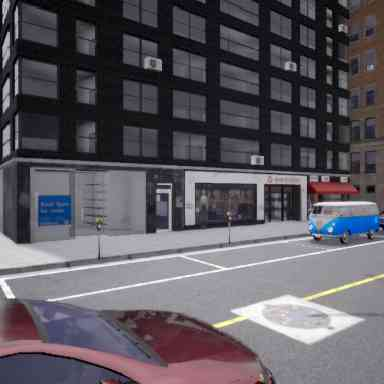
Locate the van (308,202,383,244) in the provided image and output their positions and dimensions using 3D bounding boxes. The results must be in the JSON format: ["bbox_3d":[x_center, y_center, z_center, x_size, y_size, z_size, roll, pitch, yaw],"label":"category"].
[{"bbox_3d":[7.074,1.342,15.444,3.998,1.788,1.690,0,0,-36],"label":"van"}]

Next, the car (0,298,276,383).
[{"bbox_3d":[-1.281,1.564,2.407,4.181,1.385,1.994,0,0,-35],"label":"car"}]
